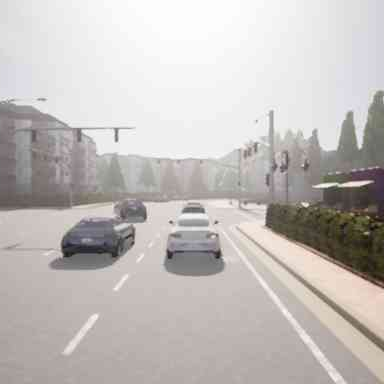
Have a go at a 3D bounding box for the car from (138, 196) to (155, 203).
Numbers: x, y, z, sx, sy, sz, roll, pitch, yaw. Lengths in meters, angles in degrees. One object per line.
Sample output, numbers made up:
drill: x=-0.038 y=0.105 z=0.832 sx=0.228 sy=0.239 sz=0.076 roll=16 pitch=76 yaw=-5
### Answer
car: x=-9.504 y=1.552 z=69.722 sx=1.895 sy=1.301 sz=4.718 roll=0 pitch=0 yaw=12

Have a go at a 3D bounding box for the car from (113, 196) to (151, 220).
car: x=-5.323 y=1.334 z=27.916 sx=2.097 sy=1.767 sz=4.553 roll=0 pitch=0 yaw=-23

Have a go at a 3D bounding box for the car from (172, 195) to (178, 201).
car: x=-3.681 y=1.498 z=84.566 sx=1.994 sy=1.385 sz=4.181 roll=0 pitch=0 yaw=28

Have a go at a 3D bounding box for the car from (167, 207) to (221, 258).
car: x=0.065 y=1.518 z=12.625 sx=1.812 sy=1.442 sz=4.674 roll=0 pitch=0 yaw=0

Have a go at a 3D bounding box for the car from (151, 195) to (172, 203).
car: x=-6.307 y=1.314 z=67.973 sx=2.097 sy=1.767 sz=4.553 roll=0 pitch=0 yaw=12

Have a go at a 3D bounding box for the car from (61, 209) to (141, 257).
car: x=-3.434 y=1.555 z=12.897 sx=1.994 sy=1.385 sz=4.181 roll=0 pitch=0 yaw=0

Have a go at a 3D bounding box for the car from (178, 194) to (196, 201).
car: x=-0.758 y=1.304 z=82.644 sx=2.097 sy=1.767 sz=4.553 roll=0 pitch=0 yaw=28

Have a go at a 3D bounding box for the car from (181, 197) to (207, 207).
car: x=0.192 y=1.489 z=28.657 sx=1.837 sy=1.490 sz=4.892 roll=0 pitch=1 yaw=2
